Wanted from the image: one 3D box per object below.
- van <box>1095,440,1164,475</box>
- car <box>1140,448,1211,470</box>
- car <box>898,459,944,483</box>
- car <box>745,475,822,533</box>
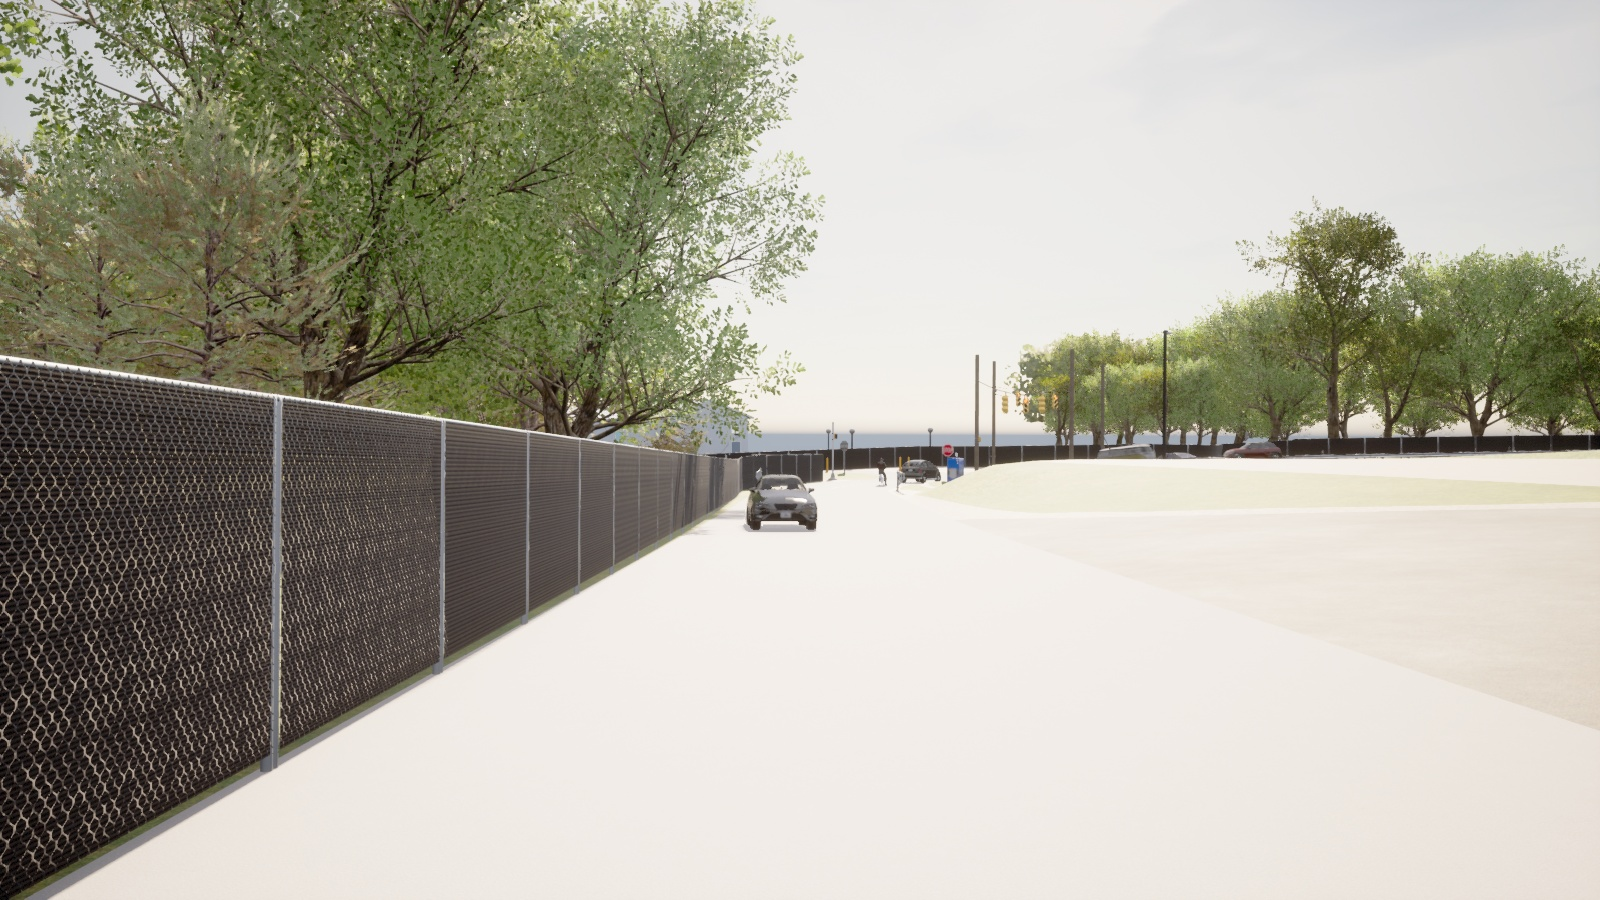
[{"bbox_3d":[23.109,0.530,88.168,1.775,1.987,4.442,-2,-5,-33],"label":"van"},{"bbox_3d":[27.335,0.684,91.717,2.033,1.411,5.357,-1,-2,-22],"label":"car"},{"bbox_3d":[8.243,1.399,85.536,1.789,1.549,3.705,0,0,29],"label":"car"},{"bbox_3d":[-0.524,1.431,34.655,1.816,1.474,4.193,0,-1,-5],"label":"car"}]
